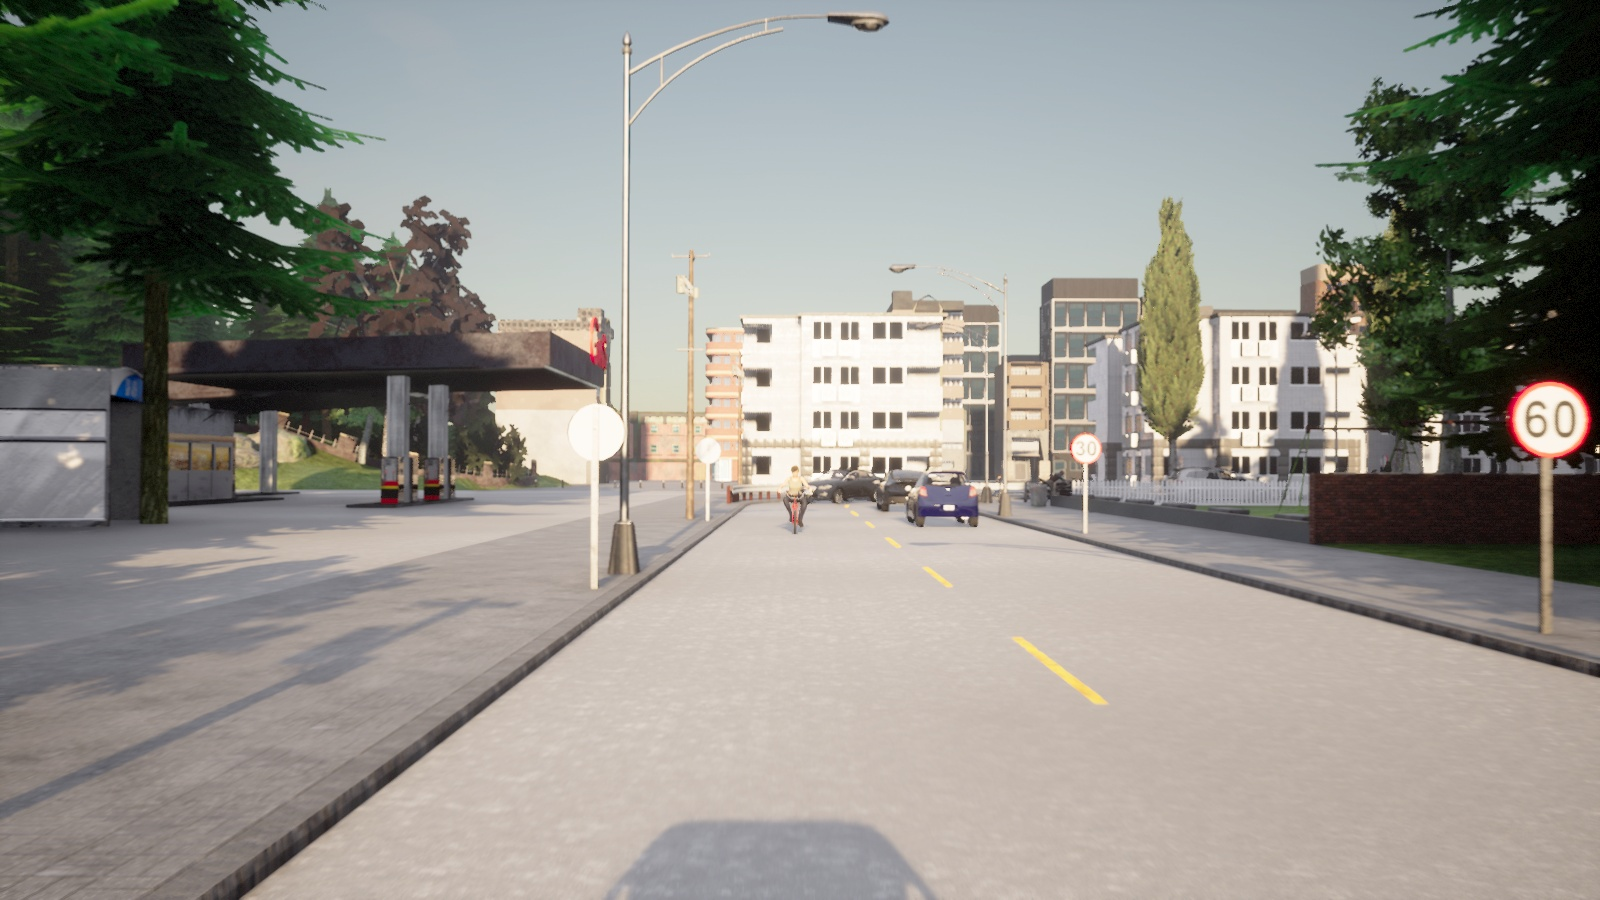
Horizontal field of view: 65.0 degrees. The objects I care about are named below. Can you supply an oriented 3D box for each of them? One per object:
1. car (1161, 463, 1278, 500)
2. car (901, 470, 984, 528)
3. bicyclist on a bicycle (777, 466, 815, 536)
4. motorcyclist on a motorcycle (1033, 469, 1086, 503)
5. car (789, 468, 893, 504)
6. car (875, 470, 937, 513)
[{"bbox_3d":[19.112,1.420,57.369,4.611,1.667,2.242,0,-1,0],"label":"car"},{"bbox_3d":[3.880,1.319,34.753,1.845,1.501,3.633,0,-1,0],"label":"car"},{"bbox_3d":[-0.105,1.181,29.545,0.866,1.612,1.509,0,-1,0],"label":"bicyclist on a bicycle"},{"bbox_3d":[11.808,1.637,57.173,2.191,1.530,0.866,0,-1,-7],"label":"motorcyclist on a motorcycle"},{"bbox_3d":[1.863,1.577,55.612,2.128,1.511,4.902,-1,-1,38],"label":"car"},{"bbox_3d":[3.838,1.477,46.155,1.837,1.490,4.892,0,-1,0],"label":"car"}]
